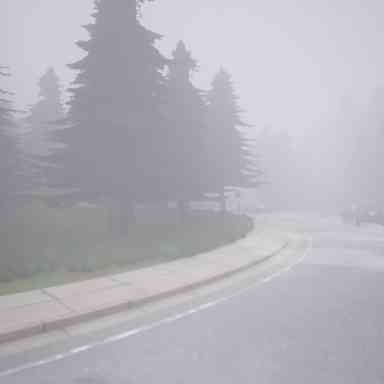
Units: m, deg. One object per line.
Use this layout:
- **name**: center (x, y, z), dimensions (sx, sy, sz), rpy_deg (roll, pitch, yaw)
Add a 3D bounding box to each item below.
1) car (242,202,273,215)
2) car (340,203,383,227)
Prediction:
- **car**: center (7.984, 1.979, 41.134), dimensions (1.812, 1.442, 4.674), rpy_deg (0, -1, -24)
- **car**: center (12.871, 1.608, 25.222), dimensions (2.097, 1.767, 4.553), rpy_deg (0, -1, 9)
